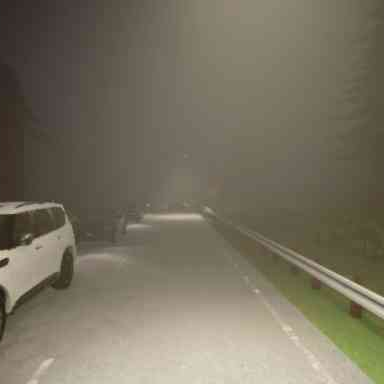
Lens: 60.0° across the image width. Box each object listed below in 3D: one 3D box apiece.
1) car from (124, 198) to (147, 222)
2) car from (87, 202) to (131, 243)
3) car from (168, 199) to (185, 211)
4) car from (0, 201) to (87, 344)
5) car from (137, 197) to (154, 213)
[{"bbox_3d":[-4.844,1.472,25.673,1.837,1.490,4.892,-1,0,-3],"label":"car"},{"bbox_3d":[-4.365,1.469,16.154,1.882,1.535,5.008,-1,0,-3],"label":"car"},{"bbox_3d":[-1.849,1.500,39.461,1.895,1.301,4.718,-1,0,-3],"label":"car"},{"bbox_3d":[-3.864,1.240,6.190,2.150,2.045,5.566,-1,0,-3],"label":"car"},{"bbox_3d":[-5.320,1.293,35.757,2.097,1.767,4.553,-1,0,-2],"label":"car"}]
